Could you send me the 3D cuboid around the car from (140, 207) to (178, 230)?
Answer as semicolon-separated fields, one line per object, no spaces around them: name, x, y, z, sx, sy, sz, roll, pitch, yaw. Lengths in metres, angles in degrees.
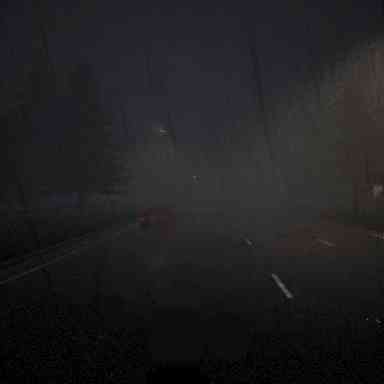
car;-2.090;1.674;22.168;2.033;1.411;5.357;0;0;4

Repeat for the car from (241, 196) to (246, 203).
car;11.959;1.739;80.756;2.097;1.767;4.553;0;0;4

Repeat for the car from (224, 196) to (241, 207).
car;7.041;1.808;57.970;1.812;1.442;4.674;0;0;4

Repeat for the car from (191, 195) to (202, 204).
car;0.990;1.611;73.534;2.150;2.045;5.566;0;0;4

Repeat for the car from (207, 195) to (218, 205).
car;4.226;1.576;69.155;2.150;2.045;5.566;0;0;4
